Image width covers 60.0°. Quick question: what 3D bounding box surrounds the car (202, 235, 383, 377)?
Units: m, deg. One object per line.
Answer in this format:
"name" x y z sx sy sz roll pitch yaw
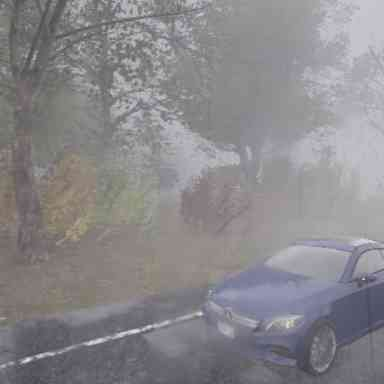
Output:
"car" 2.337 1.522 5.660 4.674 1.442 1.812 0 0 -35
